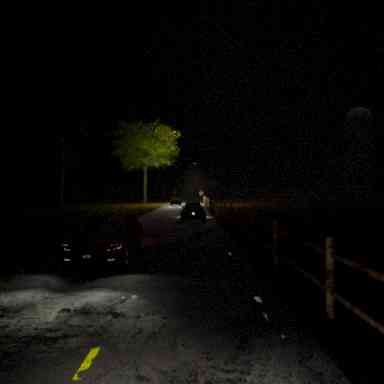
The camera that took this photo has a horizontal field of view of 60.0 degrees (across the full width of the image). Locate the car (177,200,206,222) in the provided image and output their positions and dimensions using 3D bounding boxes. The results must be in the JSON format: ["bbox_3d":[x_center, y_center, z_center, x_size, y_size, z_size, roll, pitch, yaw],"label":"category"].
[{"bbox_3d":[0.099,1.567,26.561,1.994,1.385,4.181,0,0,0],"label":"car"}]

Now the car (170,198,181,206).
[{"bbox_3d":[-2.753,1.658,57.080,1.895,1.301,4.718,0,0,0],"label":"car"}]

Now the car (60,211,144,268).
[{"bbox_3d":[-2.850,1.475,11.495,1.882,1.535,5.008,0,0,0],"label":"car"}]

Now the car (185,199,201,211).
[{"bbox_3d":[0.099,1.631,43.015,1.895,1.301,4.718,0,0,0],"label":"car"}]
